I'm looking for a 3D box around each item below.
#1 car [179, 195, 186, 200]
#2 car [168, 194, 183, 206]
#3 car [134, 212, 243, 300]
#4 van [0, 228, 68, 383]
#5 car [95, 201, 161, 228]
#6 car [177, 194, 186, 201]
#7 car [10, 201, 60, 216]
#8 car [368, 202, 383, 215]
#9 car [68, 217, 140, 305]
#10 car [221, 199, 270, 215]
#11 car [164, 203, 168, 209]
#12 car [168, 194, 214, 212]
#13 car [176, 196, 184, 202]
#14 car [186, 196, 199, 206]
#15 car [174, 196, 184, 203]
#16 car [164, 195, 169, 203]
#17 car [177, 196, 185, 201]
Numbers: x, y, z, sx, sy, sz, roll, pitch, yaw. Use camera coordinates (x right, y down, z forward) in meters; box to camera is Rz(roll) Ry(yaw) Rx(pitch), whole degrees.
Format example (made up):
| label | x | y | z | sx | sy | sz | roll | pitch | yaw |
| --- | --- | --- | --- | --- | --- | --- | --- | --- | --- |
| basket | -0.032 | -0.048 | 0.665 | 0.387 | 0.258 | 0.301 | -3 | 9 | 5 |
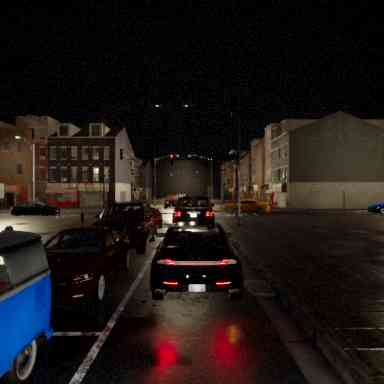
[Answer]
| label | x | y | z | sx | sy | sz | roll | pitch | yaw |
| --- | --- | --- | --- | --- | --- | --- | --- | --- | --- |
| car | -2.736 | 1.538 | 94.261 | 1.967 | 1.590 | 4.097 | 0 | 0 | 0 |
| car | -2.700 | 1.345 | 56.273 | 2.192 | 1.841 | 5.009 | 0 | 0 | 0 |
| car | 0.090 | 1.491 | 8.337 | 2.128 | 1.511 | 4.902 | 0 | 0 | 0 |
| van | -2.646 | 1.341 | 2.708 | 1.690 | 1.788 | 3.998 | 0 | 0 | 0 |
| car | -2.657 | 1.315 | 13.576 | 2.192 | 1.841 | 5.009 | 0 | 0 | 0 |
| car | -2.732 | 1.401 | 88.835 | 2.192 | 1.841 | 5.009 | 0 | 0 | 0 |
| car | -14.483 | 1.572 | 30.866 | 4.181 | 1.385 | 1.994 | 0 | 0 | 0 |
| car | 20.578 | 1.505 | 33.790 | 5.008 | 1.535 | 1.882 | 0 | 0 | 0 |
| car | -2.651 | 1.544 | 8.142 | 1.887 | 1.381 | 4.507 | 0 | 0 | 0 |
| car | 5.469 | 1.481 | 34.419 | 5.008 | 1.535 | 1.882 | 0 | 1 | 9 |
| car | -2.661 | 1.547 | 19.009 | 1.887 | 1.381 | 4.507 | 0 | 0 | 0 |
| car | 0.082 | 1.223 | 18.530 | 2.150 | 2.045 | 5.566 | 0 | 0 | 0 |
| car | -2.719 | 1.590 | 77.811 | 1.752 | 1.417 | 4.829 | 0 | 0 | 0 |
| car | 0.025 | 1.523 | 56.733 | 2.128 | 1.511 | 4.902 | 0 | 0 | 0 |
| car | -2.714 | 1.606 | 72.553 | 2.008 | 1.369 | 4.403 | 0 | 0 | 0 |
| car | -2.689 | 1.334 | 45.419 | 2.192 | 1.841 | 5.009 | 0 | 0 | 0 |
| car | -2.725 | 1.641 | 83.407 | 1.947 | 1.339 | 4.313 | 0 | 0 | 0 |
